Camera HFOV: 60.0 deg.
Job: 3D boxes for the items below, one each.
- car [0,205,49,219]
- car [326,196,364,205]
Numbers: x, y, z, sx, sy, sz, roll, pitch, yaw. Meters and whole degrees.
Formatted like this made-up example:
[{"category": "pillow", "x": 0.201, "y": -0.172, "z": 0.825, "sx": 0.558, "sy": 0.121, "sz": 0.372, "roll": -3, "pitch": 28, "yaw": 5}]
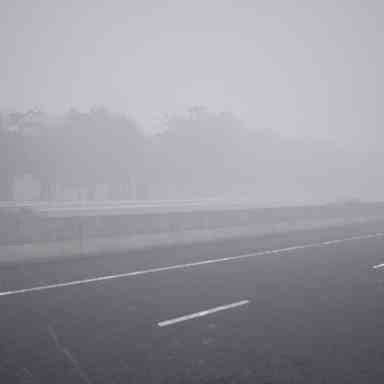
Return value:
[{"category": "car", "x": -11.907, "y": 1.553, "z": 21.171, "sx": 5.357, "sy": 1.411, "sz": 2.033, "roll": 0, "pitch": 0, "yaw": -35}, {"category": "car", "x": 14.521, "y": 1.101, "z": 31.411, "sx": 4.674, "sy": 1.442, "sz": 1.812, "roll": -1, "pitch": 0, "yaw": -35}]
